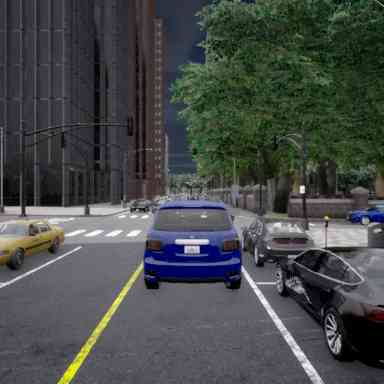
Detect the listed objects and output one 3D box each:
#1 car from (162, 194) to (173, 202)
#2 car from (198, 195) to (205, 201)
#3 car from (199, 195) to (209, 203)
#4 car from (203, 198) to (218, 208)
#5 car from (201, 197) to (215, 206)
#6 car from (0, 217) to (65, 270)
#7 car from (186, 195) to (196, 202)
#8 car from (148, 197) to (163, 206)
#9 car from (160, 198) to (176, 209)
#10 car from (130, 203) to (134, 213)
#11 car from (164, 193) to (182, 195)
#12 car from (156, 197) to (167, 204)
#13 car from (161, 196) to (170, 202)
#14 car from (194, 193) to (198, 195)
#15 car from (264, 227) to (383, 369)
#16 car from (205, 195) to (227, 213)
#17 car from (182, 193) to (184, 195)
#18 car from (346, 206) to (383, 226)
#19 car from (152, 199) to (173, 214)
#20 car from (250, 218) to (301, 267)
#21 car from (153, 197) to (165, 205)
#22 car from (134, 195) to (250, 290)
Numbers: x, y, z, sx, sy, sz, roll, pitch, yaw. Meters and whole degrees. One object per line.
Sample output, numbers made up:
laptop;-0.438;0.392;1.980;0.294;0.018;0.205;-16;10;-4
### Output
car;-5.988;1.379;81.516;2.192;1.841;5.009;0;0;0
car;2.521;1.598;87.170;1.752;1.417;4.829;0;0;0
car;2.567;1.491;70.631;1.967;1.590;4.097;0;0;0
car;2.628;1.591;48.805;1.947;1.339;4.313;0;0;0
car;2.613;1.582;54.261;2.008;1.369;4.403;0;0;0
car;-5.792;1.526;11.025;1.752;1.417;4.829;0;0;0
car;-0.217;1.585;78.462;2.128;1.511;4.902;0;0;0
car;-5.913;1.582;54.230;2.008;1.369;4.403;0;0;0
car;-3.225;1.547;45.918;1.812;1.442;4.674;0;0;0
car;-5.867;1.579;37.859;1.947;1.339;4.313;0;0;0
car;-3.238;1.385;55.654;2.097;1.767;4.553;0;0;0
car;-5.943;1.626;65.144;1.802;1.307;4.206;0;0;0
car;-5.973;1.639;76.059;1.802;1.307;4.206;0;0;0
car;-0.089;1.552;68.069;1.837;1.490;4.892;0;0;0
car;2.748;1.566;5.714;1.947;1.339;4.313;0;0;0
car;2.658;1.328;37.893;2.192;1.841;5.009;0;0;0
car;-3.215;1.537;66.046;2.128;1.511;4.902;0;0;0
car;14.726;1.806;26.066;5.008;1.535;1.882;1;0;0
car;-3.240;1.538;36.768;1.812;1.442;4.674;0;0;1
car;2.733;1.551;11.227;2.008;1.369;4.403;0;0;0
car;-5.928;1.620;59.687;1.802;1.307;4.206;0;0;0
car;0.048;1.222;9.206;2.150;2.045;5.566;0;0;1
